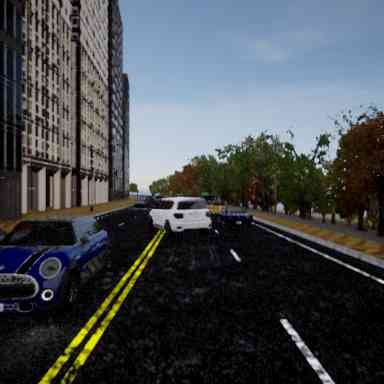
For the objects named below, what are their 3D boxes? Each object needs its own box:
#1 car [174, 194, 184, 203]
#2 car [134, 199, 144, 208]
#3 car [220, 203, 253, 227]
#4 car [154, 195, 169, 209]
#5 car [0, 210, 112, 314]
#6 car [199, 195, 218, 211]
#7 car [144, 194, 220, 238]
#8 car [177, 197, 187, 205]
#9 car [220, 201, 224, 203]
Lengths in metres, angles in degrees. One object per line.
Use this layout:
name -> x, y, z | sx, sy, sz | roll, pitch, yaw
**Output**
car -> -3.002, 1.556, 77.441 | 2.150, 2.045, 5.566 | 0, 0, -5
car -> -7.909, 1.785, 51.682 | 2.033, 1.411, 5.357 | 0, 0, -3
car -> 3.004, 1.715, 23.922 | 1.895, 1.301, 4.718 | 0, 0, -1
car -> -4.618, 1.454, 50.914 | 2.150, 2.045, 5.566 | 0, 0, -3
car -> -3.383, 1.392, 7.933 | 2.097, 1.767, 4.553 | 0, 0, 0
car -> 2.239, 1.433, 46.024 | 2.150, 2.045, 5.566 | 0, 0, -3
car -> -0.807, 1.313, 18.751 | 2.150, 2.045, 5.566 | -2, 0, -22
car -> -2.027, 1.766, 65.054 | 1.882, 1.535, 5.008 | 0, 0, -4
car -> 2.680, 1.622, 35.135 | 1.801, 1.575, 5.366 | 0, 0, -2
